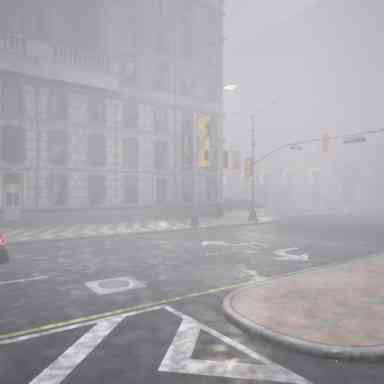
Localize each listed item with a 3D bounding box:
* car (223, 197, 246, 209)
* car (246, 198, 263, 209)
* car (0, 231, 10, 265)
[{"bbox_3d":[4.495,1.502,44.335,1.837,1.490,4.892,0,0,-36],"label":"car"},{"bbox_3d":[7.371,1.544,46.322,2.033,1.411,5.357,0,0,-36],"label":"car"},{"bbox_3d":[-7.353,1.352,8.583,4.553,1.767,2.097,0,0,-35],"label":"car"}]
